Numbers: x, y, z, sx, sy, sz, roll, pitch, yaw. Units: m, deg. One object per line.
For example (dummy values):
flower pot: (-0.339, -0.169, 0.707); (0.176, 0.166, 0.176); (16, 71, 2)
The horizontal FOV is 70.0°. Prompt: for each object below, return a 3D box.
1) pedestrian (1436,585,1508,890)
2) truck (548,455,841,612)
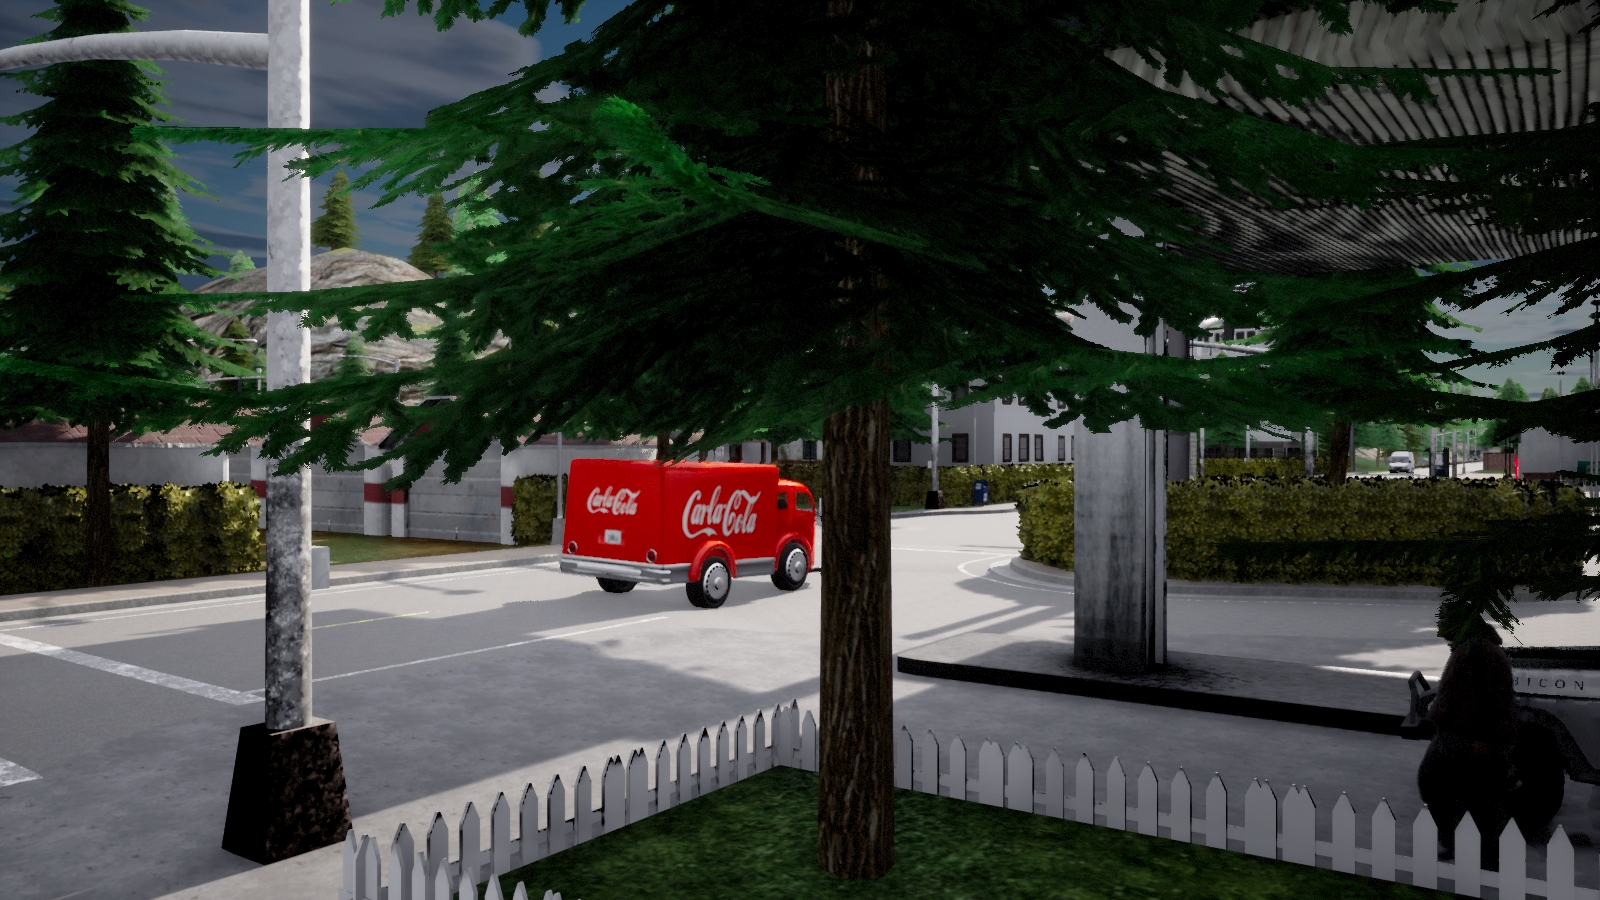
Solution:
pedestrian: (4.395, 1.844, 7.471); (0.375, 1.860, 0.375); (0, 0, 35)
truck: (-1.785, 1.435, 21.347); (2.627, 2.467, 5.204); (2, -1, 34)
